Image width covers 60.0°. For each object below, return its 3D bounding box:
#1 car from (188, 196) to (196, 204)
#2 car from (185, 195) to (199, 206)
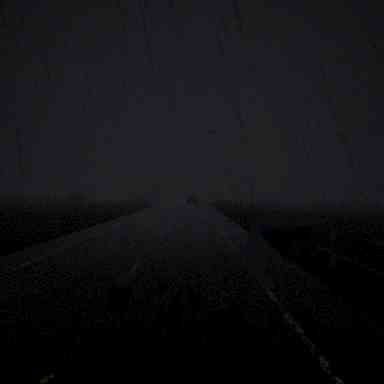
[{"bbox_3d":[0.008,1.688,70.657,1.812,1.442,4.674,0,0,0],"label":"car"},{"bbox_3d":[0.006,1.469,60.268,2.150,2.045,5.566,0,0,0],"label":"car"}]
